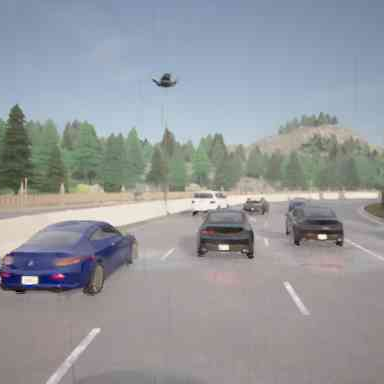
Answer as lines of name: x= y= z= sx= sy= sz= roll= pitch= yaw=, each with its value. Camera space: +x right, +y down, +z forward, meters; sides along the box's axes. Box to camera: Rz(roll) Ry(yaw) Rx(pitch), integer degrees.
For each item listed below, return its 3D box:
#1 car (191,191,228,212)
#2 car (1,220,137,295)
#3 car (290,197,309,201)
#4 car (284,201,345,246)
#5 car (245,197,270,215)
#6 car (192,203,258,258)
car: x=1.625 y=0.936 z=28.428 sx=2.150 sy=2.045 sz=5.566 roll=0 pitch=1 yaw=18
car: x=-2.760 y=1.436 z=8.415 sx=1.812 sy=1.442 sz=4.674 roll=0 pitch=1 yaw=5
car: x=10.307 y=1.218 z=31.644 sx=1.812 sy=1.442 sz=4.674 roll=0 pitch=1 yaw=22
car: x=5.241 y=1.363 z=14.594 sx=1.837 sy=1.490 sz=4.892 roll=0 pitch=1 yaw=11
car: x=5.841 y=1.198 z=29.772 sx=2.128 sy=1.511 sz=4.902 roll=0 pitch=1 yaw=20
car: x=1.315 y=1.381 z=12.352 sx=1.837 sy=1.490 sz=4.892 roll=0 pitch=1 yaw=8
